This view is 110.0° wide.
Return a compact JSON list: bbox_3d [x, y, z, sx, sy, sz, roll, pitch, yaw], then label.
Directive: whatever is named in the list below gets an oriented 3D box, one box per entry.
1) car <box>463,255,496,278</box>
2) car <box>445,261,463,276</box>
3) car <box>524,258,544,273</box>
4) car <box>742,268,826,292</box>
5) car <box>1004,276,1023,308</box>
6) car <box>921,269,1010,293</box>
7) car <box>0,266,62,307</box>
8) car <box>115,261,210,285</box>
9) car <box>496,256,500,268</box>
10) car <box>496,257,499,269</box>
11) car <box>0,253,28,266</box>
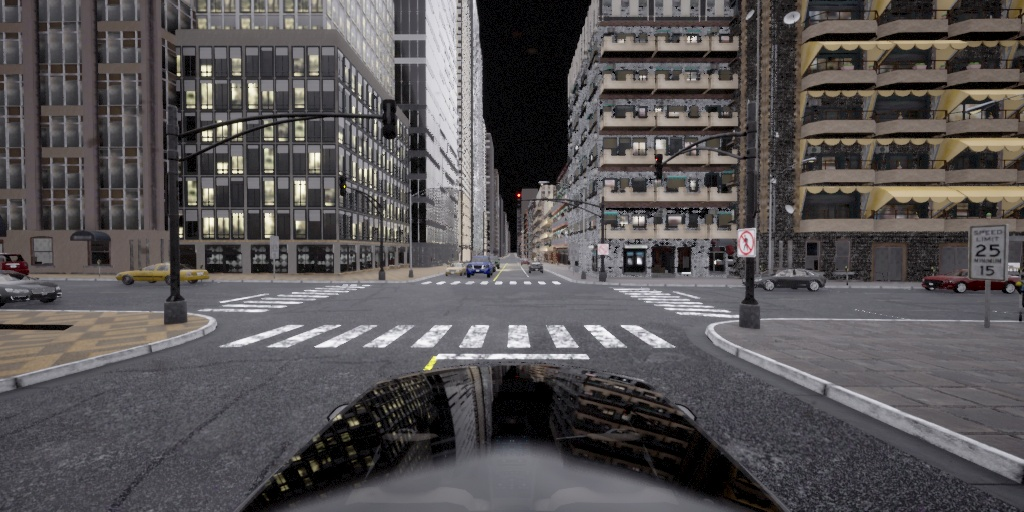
[{"bbox_3d":[-3.042,0.962,34.662,2.150,2.045,5.566,0,0,0],"label":"car"},{"bbox_3d":[-5.629,1.265,36.361,1.751,1.417,4.829,0,0,0],"label":"car"},{"bbox_3d":[2.762,1.289,42.170,2.007,1.370,4.403,0,0,0],"label":"car"},{"bbox_3d":[16.344,1.375,21.674,4.403,1.370,2.007,0,0,1],"label":"car"},{"bbox_3d":[21.736,1.576,13.208,4.313,1.339,1.948,0,0,1],"label":"car"},{"bbox_3d":[27.409,1.461,21.499,4.507,1.381,1.888,0,0,1],"label":"car"},{"bbox_3d":[-20.265,1.204,13.905,4.403,1.370,2.007,0,0,1],"label":"car"},{"bbox_3d":[-21.631,1.029,22.242,4.829,1.417,1.751,0,0,1],"label":"car"},{"bbox_3d":[-2.994,0.957,55.349,2.150,2.045,5.566,0,0,0],"label":"car"},{"bbox_3d":[-3.017,1.216,44.793,1.882,1.535,5.008,0,0,0],"label":"car"},{"bbox_3d":[-33.577,0.712,22.468,5.009,1.841,2.192,0,0,1],"label":"car"}]
